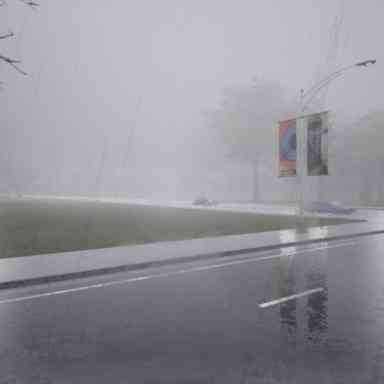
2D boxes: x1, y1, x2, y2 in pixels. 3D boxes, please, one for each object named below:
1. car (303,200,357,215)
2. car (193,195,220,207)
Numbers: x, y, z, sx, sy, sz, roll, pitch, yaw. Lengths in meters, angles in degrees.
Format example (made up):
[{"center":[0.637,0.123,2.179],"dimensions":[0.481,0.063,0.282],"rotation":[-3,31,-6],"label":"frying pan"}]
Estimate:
[{"center":[13.771,1.528,33.732],"dimensions":[2.033,1.411,5.357],"rotation":[0,0,-36],"label":"car"},{"center":[2.161,1.268,49.622],"dimensions":[2.097,1.767,4.553],"rotation":[0,0,-36],"label":"car"}]
